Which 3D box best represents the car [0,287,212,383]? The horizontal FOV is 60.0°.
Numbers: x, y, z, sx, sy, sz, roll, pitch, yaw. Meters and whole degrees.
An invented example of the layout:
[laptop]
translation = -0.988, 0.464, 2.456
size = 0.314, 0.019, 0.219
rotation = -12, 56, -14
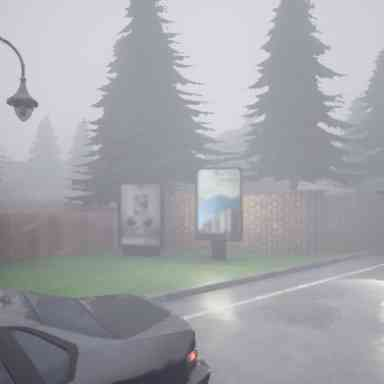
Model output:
[car]
translation = -2.387, 1.549, 2.288
size = 5.357, 1.411, 2.033
rotation = 0, 0, -36
